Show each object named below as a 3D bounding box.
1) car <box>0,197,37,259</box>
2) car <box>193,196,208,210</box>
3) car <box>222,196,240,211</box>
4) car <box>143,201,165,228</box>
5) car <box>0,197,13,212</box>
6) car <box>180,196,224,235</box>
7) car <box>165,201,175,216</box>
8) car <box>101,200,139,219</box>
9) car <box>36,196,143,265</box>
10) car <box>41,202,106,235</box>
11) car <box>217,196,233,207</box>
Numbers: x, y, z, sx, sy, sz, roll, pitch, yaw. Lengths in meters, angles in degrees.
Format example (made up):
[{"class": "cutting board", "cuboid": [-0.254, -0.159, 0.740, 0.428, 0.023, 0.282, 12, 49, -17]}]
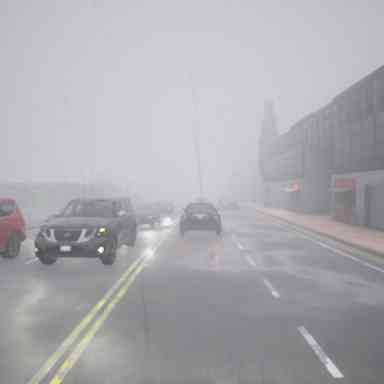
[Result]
[{"class": "car", "cuboid": [-6.954, 1.189, 9.502, 2.150, 2.045, 5.566, 0, 0, 1]}, {"class": "car", "cuboid": [1.164, 1.369, 42.985, 1.837, 1.490, 4.892, 0, 0, 2]}, {"class": "car", "cuboid": [4.491, 1.404, 38.717, 1.812, 1.442, 4.674, 0, 0, 2]}, {"class": "car", "cuboid": [-3.112, 1.455, 21.709, 1.812, 1.442, 4.674, 0, 0, 2]}, {"class": "car", "cuboid": [-21.044, 1.279, 34.493, 3.806, 1.475, 1.970, 0, 0, 0]}, {"class": "car", "cuboid": [0.479, 1.293, 18.612, 2.097, 1.767, 4.553, 0, 0, 2]}, {"class": "car", "cuboid": [-2.729, 1.499, 31.740, 1.895, 1.301, 4.718, 0, 0, 2]}, {"class": "car", "cuboid": [-6.301, 1.451, 29.722, 2.033, 1.411, 5.357, 0, 0, 2]}, {"class": "car", "cuboid": [-3.399, 1.182, 11.901, 2.150, 2.045, 5.566, 0, 0, 2]}, {"class": "car", "cuboid": [-6.690, 1.413, 19.444, 1.882, 1.535, 5.008, 0, 0, 2]}, {"class": "car", "cuboid": [4.819, 1.337, 49.222, 2.128, 1.511, 4.902, 0, 0, 2]}]
